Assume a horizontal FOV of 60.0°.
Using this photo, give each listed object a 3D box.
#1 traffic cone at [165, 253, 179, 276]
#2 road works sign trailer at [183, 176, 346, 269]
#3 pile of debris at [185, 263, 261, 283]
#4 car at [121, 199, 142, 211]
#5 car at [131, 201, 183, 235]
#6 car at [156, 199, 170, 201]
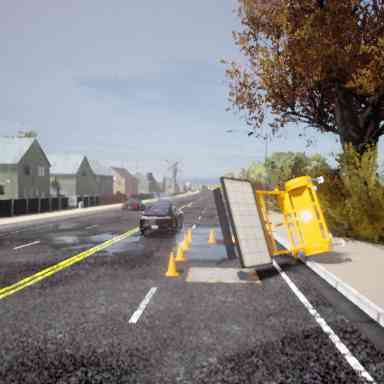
[{"bbox_3d":[-0.538,1.945,9.039,0.340,0.580,0.340,0,0,4],"label":"traffic cone"},{"bbox_3d":[2.020,0.916,9.653,3.560,2.380,2.880,5,-23,-45],"label":"road works sign trailer"},{"bbox_3d":[0.819,2.155,8.951,1.860,0.140,1.500,0,0,4],"label":"pile of debris"},{"bbox_3d":[-6.807,1.507,38.828,1.994,1.385,4.181,0,0,4],"label":"car"},{"bbox_3d":[-1.608,1.469,18.477,2.128,1.511,4.902,0,0,4],"label":"car"},{"bbox_3d":[-3.470,1.487,39.875,2.033,1.411,5.357,0,0,4],"label":"car"}]
